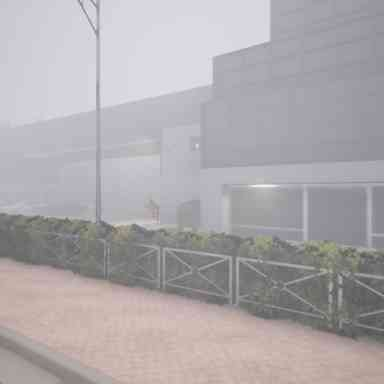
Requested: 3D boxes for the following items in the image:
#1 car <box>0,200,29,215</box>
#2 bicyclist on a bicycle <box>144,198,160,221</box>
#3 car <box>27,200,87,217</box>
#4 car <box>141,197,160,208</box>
[{"bbox_3d":[-15.833,1.510,31.702,1.812,1.442,4.674,0,0,36],"label":"car"},{"bbox_3d":[-2.874,1.295,24.091,1.656,1.620,0.582,0,0,35],"label":"bicyclist on a bicycle"},{"bbox_3d":[-12.239,1.587,30.738,1.895,1.301,4.718,0,0,35],"label":"car"},{"bbox_3d":[-4.993,1.462,46.914,1.882,1.535,5.008,0,0,36],"label":"car"}]
